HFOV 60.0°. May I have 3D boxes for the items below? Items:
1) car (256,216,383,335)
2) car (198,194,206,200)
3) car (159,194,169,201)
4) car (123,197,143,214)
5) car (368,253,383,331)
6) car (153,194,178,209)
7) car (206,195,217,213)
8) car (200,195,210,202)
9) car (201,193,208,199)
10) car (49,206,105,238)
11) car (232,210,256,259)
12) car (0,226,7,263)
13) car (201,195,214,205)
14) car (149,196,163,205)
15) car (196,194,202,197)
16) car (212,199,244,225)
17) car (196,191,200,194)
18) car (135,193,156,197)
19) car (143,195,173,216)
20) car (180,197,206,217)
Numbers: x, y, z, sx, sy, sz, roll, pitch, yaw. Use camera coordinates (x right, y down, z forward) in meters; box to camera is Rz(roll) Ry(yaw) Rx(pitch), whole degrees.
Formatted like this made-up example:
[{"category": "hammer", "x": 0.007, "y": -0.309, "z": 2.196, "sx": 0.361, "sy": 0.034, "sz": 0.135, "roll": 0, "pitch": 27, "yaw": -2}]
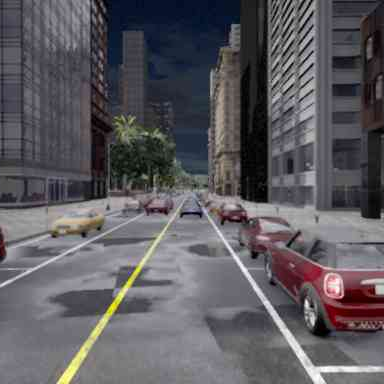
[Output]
[{"category": "car", "x": 2.742, "y": 1.405, "z": 6.672, "sx": 1.967, "sy": 1.590, "sz": 4.097, "roll": 0, "pitch": 0, "yaw": 0}, {"category": "car", "x": 2.479, "y": 1.228, "z": 82.622, "sx": 1.947, "sy": 1.339, "sz": 4.313, "roll": 0, "pitch": 0, "yaw": 0}, {"category": "car", "x": -6.010, "y": 1.156, "z": 71.758, "sx": 1.967, "sy": 1.590, "sz": 4.097, "roll": 0, "pitch": 0, "yaw": 0}, {"category": "car", "x": -5.877, "y": 1.441, "z": 33.777, "sx": 1.802, "sy": 1.307, "sz": 4.206, "roll": 0, "pitch": 0, "yaw": 0}, {"category": "car", "x": 2.761, "y": 1.430, "z": 1.247, "sx": 1.967, "sy": 1.590, "sz": 4.097, "roll": 0, "pitch": 0, "yaw": 0}, {"category": "car", "x": -3.131, "y": 1.326, "z": 39.383, "sx": 2.128, "sy": 1.511, "sz": 4.902, "roll": 0, "pitch": 0, "yaw": 0}, {"category": "car", "x": 2.647, "y": 1.371, "z": 33.967, "sx": 1.752, "sy": 1.417, "sz": 4.829, "roll": 0, "pitch": 0, "yaw": 0}, {"category": "car", "x": 2.534, "y": 1.249, "z": 66.517, "sx": 1.752, "sy": 1.417, "sz": 4.829, "roll": 0, "pitch": 0, "yaw": 0}, {"category": "car", "x": 2.609, "y": 1.244, "z": 44.646, "sx": 1.967, "sy": 1.590, "sz": 4.097, "roll": 0, "pitch": 0, "yaw": 0}, {"category": "car", "x": -5.820, "y": 1.455, "z": 17.328, "sx": 1.752, "sy": 1.417, "sz": 4.829, "roll": 0, "pitch": 0, "yaw": 0}, {"category": "car", "x": 2.724, "y": 1.522, "z": 12.097, "sx": 1.802, "sy": 1.307, "sz": 4.206, "roll": 0, "pitch": 0, "yaw": 0}, {"category": "car", "x": -5.784, "y": 1.292, "z": 6.646, "sx": 2.192, "sy": 1.841, "sz": 5.009, "roll": 0, "pitch": 0, "yaw": 0}, {"category": "car", "x": 2.571, "y": 1.308, "z": 55.497, "sx": 1.887, "sy": 1.381, "sz": 4.507, "roll": 0, "pitch": 0, "yaw": 0}, {"category": "car", "x": -5.953, "y": 1.320, "z": 55.480, "sx": 1.887, "sy": 1.381, "sz": 4.507, "roll": 0, "pitch": 0, "yaw": 0}, {"category": "car", "x": -0.106, "y": 1.368, "z": 41.553, "sx": 2.033, "sy": 1.411, "sz": 5.357, "roll": 0, "pitch": 0, "yaw": 0}, {"category": "car", "x": 2.685, "y": 1.437, "z": 22.947, "sx": 1.887, "sy": 1.381, "sz": 4.507, "roll": 0, "pitch": 0, "yaw": 0}, {"category": "car", "x": 2.515, "y": 1.019, "z": 71.771, "sx": 2.192, "sy": 1.841, "sz": 5.009, "roll": 0, "pitch": 0, "yaw": 0}, {"category": "car", "x": -5.897, "y": 1.153, "z": 39.201, "sx": 2.192, "sy": 1.841, "sz": 5.009, "roll": 0, "pitch": 0, "yaw": 0}, {"category": "car", "x": -3.105, "y": 1.343, "z": 31.313, "sx": 1.882, "sy": 1.535, "sz": 5.008, "roll": 0, "pitch": 0, "yaw": 0}, {"category": "car", "x": -0.053, "y": 1.433, "z": 29.325, "sx": 1.994, "sy": 1.385, "sz": 4.181, "roll": 0, "pitch": 0, "yaw": 0}]
